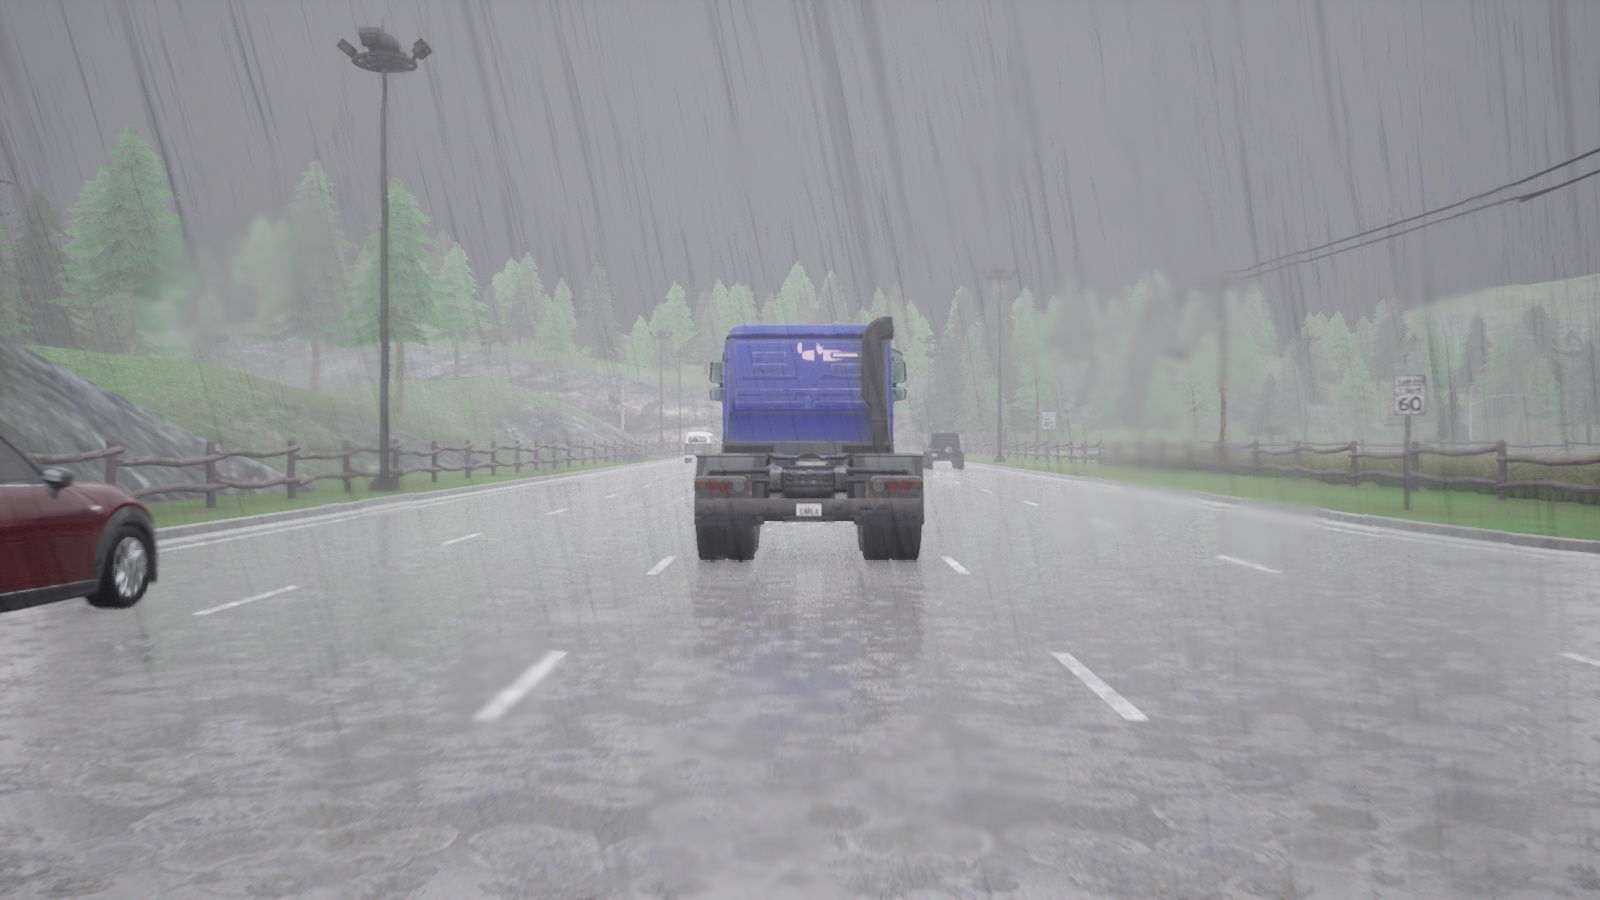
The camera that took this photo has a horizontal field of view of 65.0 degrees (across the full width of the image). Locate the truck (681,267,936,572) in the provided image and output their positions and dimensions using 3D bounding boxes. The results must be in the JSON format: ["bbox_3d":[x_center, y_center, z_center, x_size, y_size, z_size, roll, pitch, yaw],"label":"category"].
[{"bbox_3d":[0.119,-0.378,18.221,2.891,3.462,7.936,0,0,0],"label":"truck"}]

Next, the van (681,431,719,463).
[{"bbox_3d":[-6.520,-0.178,82.175,2.069,2.038,4.480,0,0,0],"label":"van"}]

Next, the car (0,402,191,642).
[{"bbox_3d":[-6.929,0.522,9.818,2.097,1.767,4.553,0,0,0],"label":"car"}]

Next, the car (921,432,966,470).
[{"bbox_3d":[7.382,0.040,64.923,1.905,1.878,3.866,0,0,0],"label":"car"}]
